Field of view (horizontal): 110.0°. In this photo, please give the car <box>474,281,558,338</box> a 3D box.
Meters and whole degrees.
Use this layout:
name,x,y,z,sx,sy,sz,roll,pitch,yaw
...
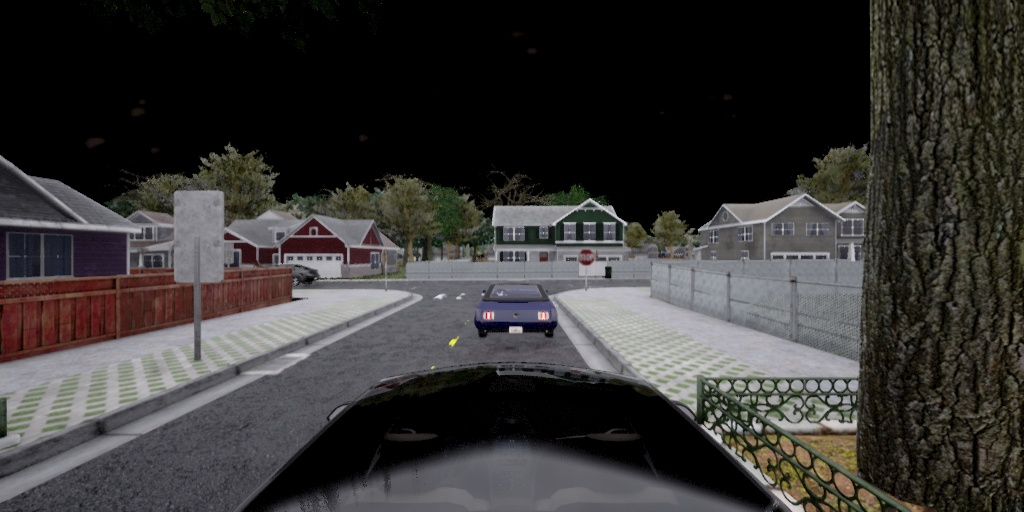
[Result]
name,x,y,z,sx,sy,sz,roll,pitch,yaw
car,0.103,1.346,10.134,1.895,1.301,4.718,0,0,0

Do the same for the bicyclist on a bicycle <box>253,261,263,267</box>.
name,x,y,z,sx,sy,sz,roll,pitch,yaw
bicyclist on a bicycle,-19.986,1.183,28.172,0.582,1.620,1.656,0,0,1

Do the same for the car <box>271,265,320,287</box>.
name,x,y,z,sx,sy,sz,roll,pitch,yaw
car,-16.236,1.360,25.267,4.892,1.490,1.837,0,0,0
